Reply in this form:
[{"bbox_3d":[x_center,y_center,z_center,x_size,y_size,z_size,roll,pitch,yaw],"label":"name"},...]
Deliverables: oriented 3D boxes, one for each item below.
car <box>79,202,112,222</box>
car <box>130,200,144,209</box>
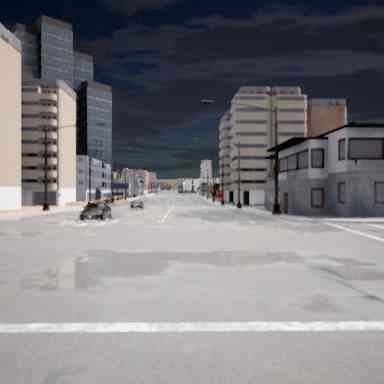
[{"bbox_3d":[-7.726,1.573,27.157,1.812,1.442,4.674,0,-1,-2],"label":"car"},{"bbox_3d":[-8.738,1.983,53.212,2.128,1.511,4.902,0,-1,-2],"label":"car"}]
